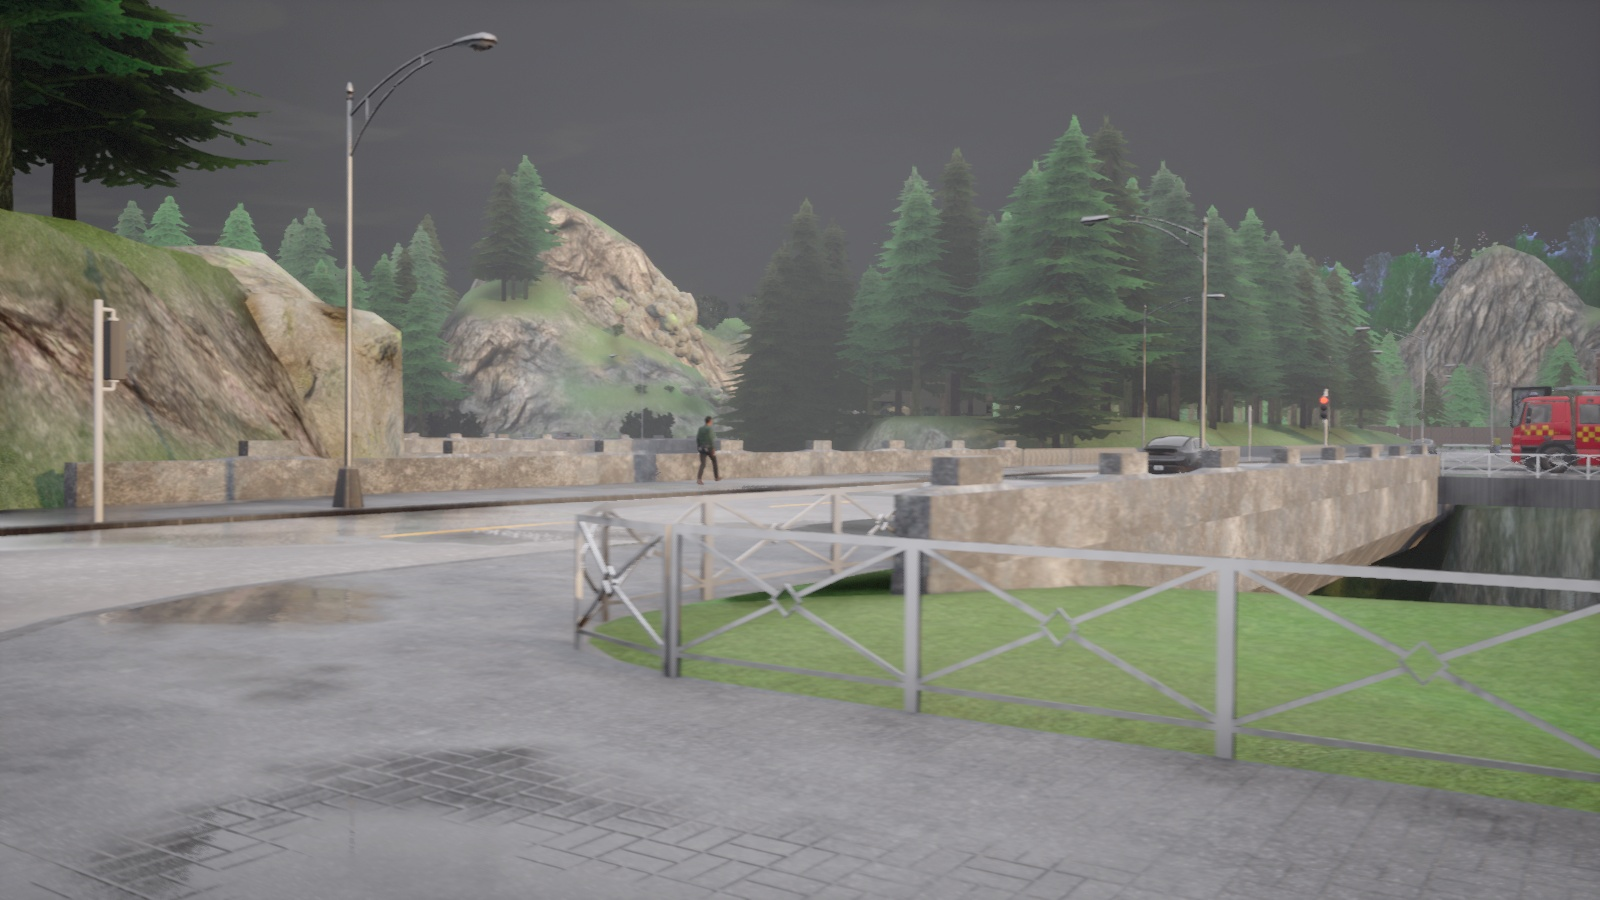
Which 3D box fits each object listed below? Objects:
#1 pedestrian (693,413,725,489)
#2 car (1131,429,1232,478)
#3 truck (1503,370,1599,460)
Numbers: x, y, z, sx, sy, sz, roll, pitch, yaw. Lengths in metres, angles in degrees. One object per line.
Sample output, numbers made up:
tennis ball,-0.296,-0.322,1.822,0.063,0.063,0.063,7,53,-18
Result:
pedestrian,-2.364,0.029,32.690,0.423,1.949,0.788,0,1,34
car,12.530,0.070,41.070,1.837,1.490,4.892,0,1,33
truck,35.317,-1.495,54.390,8.468,3.827,2.891,0,0,28
